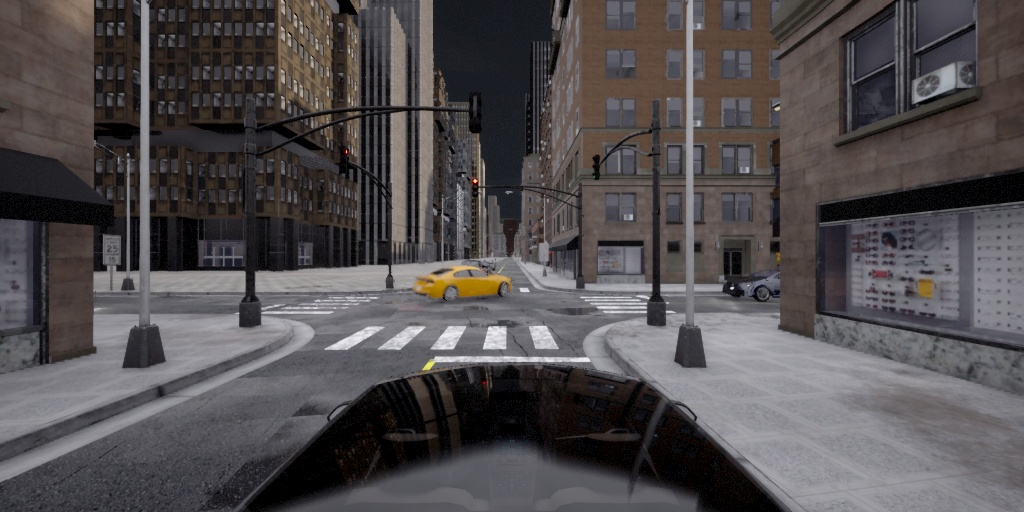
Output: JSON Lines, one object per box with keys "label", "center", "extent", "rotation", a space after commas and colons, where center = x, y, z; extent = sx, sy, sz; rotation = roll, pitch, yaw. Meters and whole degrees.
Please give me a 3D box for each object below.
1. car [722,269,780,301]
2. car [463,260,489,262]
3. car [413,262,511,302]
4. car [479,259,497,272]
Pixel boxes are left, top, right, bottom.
{"label": "car", "center": [12.219, 1.313, 16.687], "extent": [4.181, 1.385, 1.994], "rotation": [0, 0, -1]}
{"label": "car", "center": [-3.159, 1.103, 27.816], "extent": [2.097, 1.767, 4.553], "rotation": [0, 0, 0]}
{"label": "car", "center": [-2.213, 1.231, 17.122], "extent": [5.008, 1.535, 1.882], "rotation": [0, 1, -43]}
{"label": "car", "center": [-3.189, 1.242, 48.493], "extent": [2.128, 1.511, 4.902], "rotation": [0, 0, 0]}
